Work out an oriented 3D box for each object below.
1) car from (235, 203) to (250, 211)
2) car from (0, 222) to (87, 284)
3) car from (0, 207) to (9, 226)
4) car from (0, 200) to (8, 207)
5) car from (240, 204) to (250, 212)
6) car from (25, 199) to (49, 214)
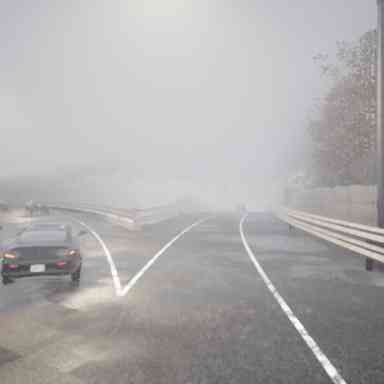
[{"bbox_3d":[9.090,2.812,61.436,2.128,1.511,4.902,0,-3,12],"label":"car"},{"bbox_3d":[-4.187,1.607,9.863,1.812,1.442,4.674,0,-1,-16],"label":"car"},{"bbox_3d":[-9.097,1.572,13.497,1.882,1.535,5.008,0,-1,-19],"label":"car"},{"bbox_3d":[-25.254,1.805,43.327,1.882,1.535,5.008,1,-1,-37],"label":"car"},{"bbox_3d":[11.364,3.496,71.561,1.812,1.442,4.674,0,-4,14],"label":"car"},{"bbox_3d":[-18.876,1.676,40.391,2.097,1.767,4.553,1,-1,-34],"label":"car"}]
